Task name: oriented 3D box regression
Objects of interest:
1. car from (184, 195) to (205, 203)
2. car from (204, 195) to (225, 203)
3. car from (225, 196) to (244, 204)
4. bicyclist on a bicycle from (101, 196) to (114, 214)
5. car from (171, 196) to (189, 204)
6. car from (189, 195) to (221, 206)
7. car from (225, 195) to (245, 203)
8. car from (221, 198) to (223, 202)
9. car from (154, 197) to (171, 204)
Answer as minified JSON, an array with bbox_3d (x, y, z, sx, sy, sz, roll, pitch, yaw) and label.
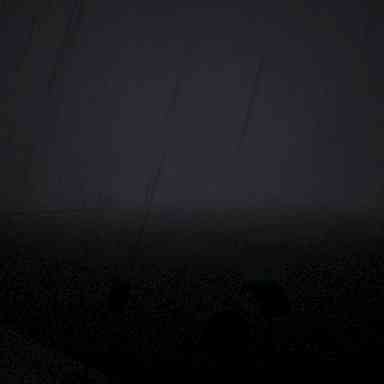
[{"bbox_3d":[0.646,1.477,69.755,1.882,1.535,5.008,0,0,35],"label":"car"},{"bbox_3d":[4.739,1.477,69.501,1.882,1.535,5.008,0,0,35],"label":"car"},{"bbox_3d":[8.057,1.601,62.204,1.895,1.301,4.718,0,0,35],"label":"car"},{"bbox_3d":[-7.978,1.156,31.704,1.656,1.620,0.582,33,17,27],"label":"bicyclist on a bicycle"},{"bbox_3d":[-1.189,1.478,61.020,1.882,1.535,5.008,0,0,35],"label":"car"},{"bbox_3d":[2.089,1.478,53.589,1.882,1.535,5.008,0,0,35],"label":"car"},{"bbox_3d":[8.939,1.490,69.399,2.128,1.511,4.902,0,0,35],"label":"car"},{"bbox_3d":[3.156,1.478,61.124,1.882,1.535,5.008,0,0,35],"label":"car"},{"bbox_3d":[-5.036,1.564,61.624,1.994,1.385,4.181,0,0,35],"label":"car"}]
